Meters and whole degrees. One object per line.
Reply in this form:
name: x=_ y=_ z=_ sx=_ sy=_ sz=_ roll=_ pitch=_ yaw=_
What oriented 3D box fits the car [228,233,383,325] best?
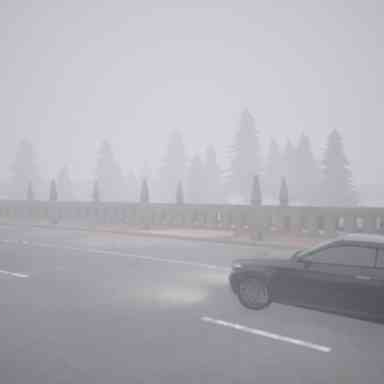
car: x=2.912 y=1.492 z=6.006 sx=4.674 sy=1.442 sz=1.812 roll=0 pitch=0 yaw=35
